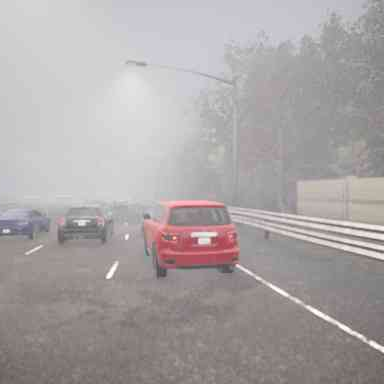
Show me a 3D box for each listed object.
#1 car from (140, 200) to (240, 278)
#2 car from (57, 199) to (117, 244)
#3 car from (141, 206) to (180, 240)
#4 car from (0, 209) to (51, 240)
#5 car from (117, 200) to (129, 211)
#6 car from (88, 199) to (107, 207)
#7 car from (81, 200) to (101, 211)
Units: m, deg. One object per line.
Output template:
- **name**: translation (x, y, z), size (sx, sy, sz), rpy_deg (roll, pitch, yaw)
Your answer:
- **car**: translation (-0.280, 1.259, 10.559), size (2.150, 2.045, 5.566), rpy_deg (0, 0, -12)
- **car**: translation (-5.083, 1.412, 16.419), size (2.097, 1.767, 4.553), rpy_deg (0, 0, -9)
- **car**: translation (-1.850, 1.589, 18.365), size (1.812, 1.442, 4.674), rpy_deg (0, 0, -10)
- **car**: translation (-8.755, 1.592, 17.316), size (1.812, 1.442, 4.674), rpy_deg (0, 0, -10)
- **car**: translation (-9.694, 1.756, 43.809), size (1.895, 1.301, 4.718), rpy_deg (0, 0, -24)
- **car**: translation (-15.961, 1.803, 56.064), size (1.895, 1.301, 4.718), rpy_deg (0, 0, -30)
- **car**: translation (-13.446, 1.761, 44.042), size (1.895, 1.301, 4.718), rpy_deg (0, 0, -25)
